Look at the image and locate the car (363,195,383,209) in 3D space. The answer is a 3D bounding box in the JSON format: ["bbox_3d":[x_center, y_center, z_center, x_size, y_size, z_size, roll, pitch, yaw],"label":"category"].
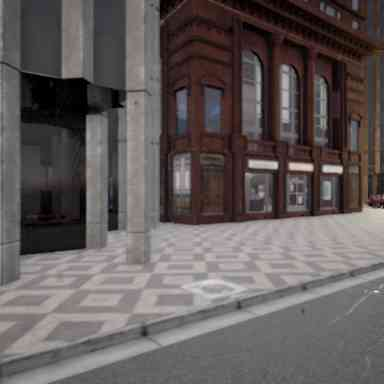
[{"bbox_3d":[24.617,1.268,41.242,2.192,1.841,5.009,-1,0,-35],"label":"car"}]

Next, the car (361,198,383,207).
[{"bbox_3d":[28.326,1.594,50.765,1.802,1.307,4.206,-1,0,-35],"label":"car"}]
